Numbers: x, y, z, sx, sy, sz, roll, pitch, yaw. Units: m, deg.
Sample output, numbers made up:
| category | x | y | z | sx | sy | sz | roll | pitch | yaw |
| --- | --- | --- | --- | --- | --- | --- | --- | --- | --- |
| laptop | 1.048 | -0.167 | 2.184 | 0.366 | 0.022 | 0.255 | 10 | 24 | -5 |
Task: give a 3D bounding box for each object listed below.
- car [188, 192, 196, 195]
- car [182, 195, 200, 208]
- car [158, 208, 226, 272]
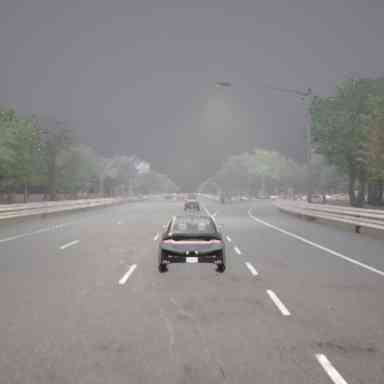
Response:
| category | x | y | z | sx | sy | sz | roll | pitch | yaw |
| --- | --- | --- | --- | --- | --- | --- | --- | --- | --- |
| car | 0.011 | 1.254 | 81.629 | 2.150 | 2.045 | 5.566 | 0 | 0 | 0 |
| car | 0.005 | 1.525 | 42.282 | 1.812 | 1.442 | 4.674 | 0 | 0 | 0 |
| car | 0.003 | 1.492 | 10.775 | 2.128 | 1.511 | 4.902 | 0 | 0 | 0 |
